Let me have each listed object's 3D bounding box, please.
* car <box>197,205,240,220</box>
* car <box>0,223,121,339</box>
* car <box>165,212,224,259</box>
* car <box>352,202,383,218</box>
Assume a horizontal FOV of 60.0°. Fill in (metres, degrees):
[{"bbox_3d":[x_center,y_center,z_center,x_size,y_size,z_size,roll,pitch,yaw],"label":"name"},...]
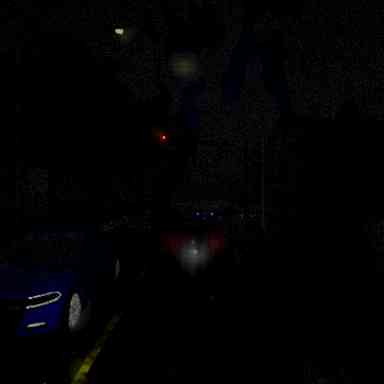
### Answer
[{"bbox_3d":[2.223,1.727,27.406,1.895,1.301,4.718,-2,-1,33],"label":"car"},{"bbox_3d":[-2.836,1.509,7.048,1.882,1.535,5.008,0,0,0],"label":"car"},{"bbox_3d":[0.083,1.661,12.810,1.895,1.301,4.718,0,0,0],"label":"car"},{"bbox_3d":[15.488,1.512,27.333,4.403,1.369,2.008,0,-1,0],"label":"car"}]
